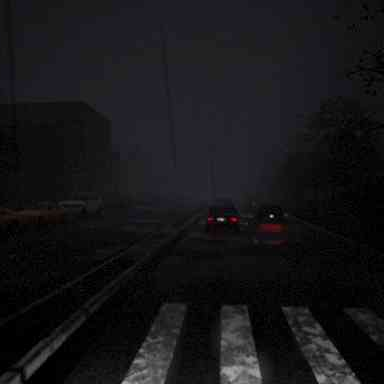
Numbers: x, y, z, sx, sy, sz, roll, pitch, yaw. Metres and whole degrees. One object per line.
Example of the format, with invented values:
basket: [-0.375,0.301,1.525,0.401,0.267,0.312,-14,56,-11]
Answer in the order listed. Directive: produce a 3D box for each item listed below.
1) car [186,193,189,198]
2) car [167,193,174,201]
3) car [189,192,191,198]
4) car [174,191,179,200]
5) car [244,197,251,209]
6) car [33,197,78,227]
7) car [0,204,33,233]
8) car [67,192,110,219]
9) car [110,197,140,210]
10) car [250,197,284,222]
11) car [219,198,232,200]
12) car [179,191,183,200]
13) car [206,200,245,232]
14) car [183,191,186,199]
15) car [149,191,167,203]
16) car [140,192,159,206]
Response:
car: [-2.914,0.734,87.858,2.435,2.045,5.566,0,0,6]
car: [-5.416,1.114,64.389,2.231,1.521,4.892,0,0,7]
car: [-2.325,0.955,93.513,2.231,1.521,4.892,0,0,6]
car: [-4.648,1.072,71.218,1.946,1.575,5.366,0,0,6]
car: [7.371,1.314,40.718,2.033,1.411,5.357,0,0,6]
car: [-9.806,1.341,21.760,1.946,1.575,5.366,0,0,6]
car: [-10.379,1.371,16.265,1.946,1.575,5.366,0,0,6]
car: [-9.201,1.061,27.536,2.435,2.045,5.566,0,0,6]
car: [-8.061,1.283,38.525,2.163,1.488,4.792,0,0,6]
car: [5.674,1.362,25.043,1.837,1.490,4.892,0,1,6]
car: [4.030,1.382,40.050,1.895,1.301,4.718,0,0,6]
car: [-4.053,0.919,76.928,2.185,1.767,4.553,0,0,6]
car: [1.786,1.445,19.437,2.033,1.411,5.357,0,0,6]
car: [-3.502,1.013,82.208,1.946,1.575,5.366,0,0,6]
car: [-6.339,0.912,55.012,2.435,2.045,5.566,0,0,6]
car: [-6.907,1.194,49.552,2.231,1.521,4.892,0,0,6]
